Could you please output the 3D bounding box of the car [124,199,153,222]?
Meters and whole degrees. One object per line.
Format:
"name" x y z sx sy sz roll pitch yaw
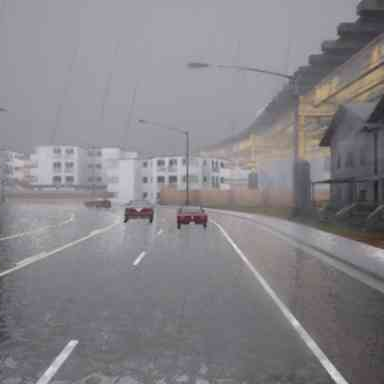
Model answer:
"car" -4.080 1.302 25.732 2.097 1.767 4.553 0 0 -8

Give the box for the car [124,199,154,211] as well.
"car" -6.618 1.521 41.010 1.895 1.301 4.718 0 0 -34

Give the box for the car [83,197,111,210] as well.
"car" -12.081 1.396 42.208 1.882 1.535 5.008 0 0 -41

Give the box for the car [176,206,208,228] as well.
"car" -0.125 1.558 22.004 1.895 1.301 4.718 0 0 -4
